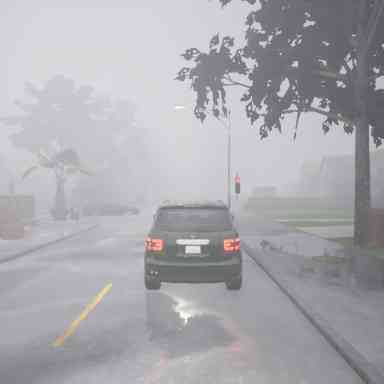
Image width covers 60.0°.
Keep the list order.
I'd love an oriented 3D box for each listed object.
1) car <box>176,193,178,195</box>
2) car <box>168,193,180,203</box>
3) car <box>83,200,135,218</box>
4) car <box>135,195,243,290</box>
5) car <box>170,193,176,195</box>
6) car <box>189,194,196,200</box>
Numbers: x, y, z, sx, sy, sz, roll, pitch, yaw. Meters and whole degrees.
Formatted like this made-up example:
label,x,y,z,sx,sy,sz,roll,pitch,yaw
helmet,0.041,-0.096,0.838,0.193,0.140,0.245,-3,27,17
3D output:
label,x,y,z,sx,sy,sz,roll,pitch,yaw
car,-4.003,1.491,62.846,2.128,1.511,4.902,0,0,0
car,-3.935,1.225,73.359,2.150,2.045,5.566,0,0,0
car,-7.187,1.507,29.727,4.892,1.490,1.837,-1,2,-15
car,0.045,1.221,9.205,2.150,2.045,5.566,0,0,1
car,-4.046,1.352,52.444,2.097,1.767,4.553,0,0,0
car,0.078,1.356,88.161,1.812,1.442,4.674,0,0,0
